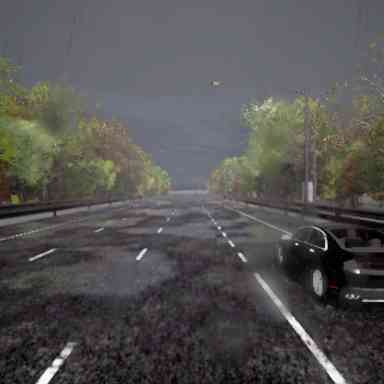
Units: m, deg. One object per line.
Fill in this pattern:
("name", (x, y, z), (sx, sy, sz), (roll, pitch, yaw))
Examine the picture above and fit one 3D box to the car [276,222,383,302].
("car", (3.485, 1.512, 8.231), (1.837, 1.490, 4.892), (0, 0, 0))
